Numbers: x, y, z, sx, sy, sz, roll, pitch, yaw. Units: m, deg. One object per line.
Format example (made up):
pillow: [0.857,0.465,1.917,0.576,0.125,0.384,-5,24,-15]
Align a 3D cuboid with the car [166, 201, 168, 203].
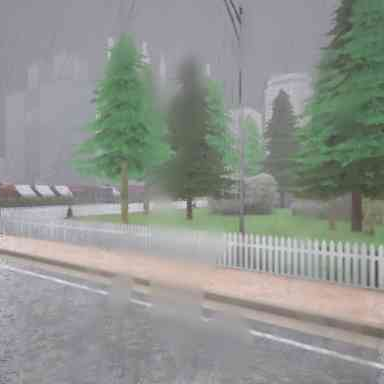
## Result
car: [-2.573,1.553,61.513,2.033,1.411,5.357,0,0,34]

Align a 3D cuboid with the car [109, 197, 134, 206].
car: [-11.541,1.571,54.602,1.994,1.385,4.181,0,0,34]
